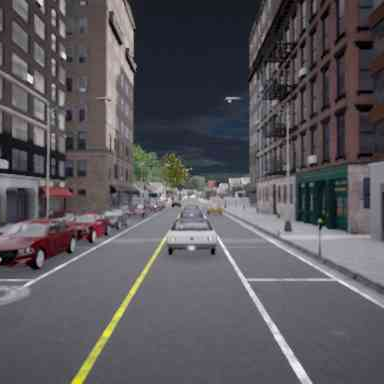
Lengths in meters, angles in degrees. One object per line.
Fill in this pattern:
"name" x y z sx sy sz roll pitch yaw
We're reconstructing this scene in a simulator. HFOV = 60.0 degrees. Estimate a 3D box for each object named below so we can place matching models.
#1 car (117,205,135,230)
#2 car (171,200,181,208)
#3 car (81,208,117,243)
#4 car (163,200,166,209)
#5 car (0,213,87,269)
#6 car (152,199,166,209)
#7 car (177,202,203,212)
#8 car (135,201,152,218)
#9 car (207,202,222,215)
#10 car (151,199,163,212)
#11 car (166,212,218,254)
"car" -5.417 1.764 22.522 2.008 1.369 4.403 0 -1 0
"car" -2.790 2.120 60.746 2.033 1.411 5.357 0 -1 0
"car" -5.415 1.706 17.018 1.887 1.381 4.507 0 -1 0
"car" -5.423 1.912 50.041 1.967 1.590 4.097 0 -1 0
"car" -5.414 1.654 11.515 1.887 1.381 4.507 0 -1 0
"car" -5.424 1.964 55.544 1.967 1.590 4.097 0 -1 0
"car" -0.020 1.841 29.275 1.994 1.385 4.181 0 -1 0
"car" -5.419 1.898 33.529 1.802 1.307 4.206 0 -1 0
"car" 2.627 1.895 39.210 1.752 1.417 4.829 0 -1 0
"car" -5.422 1.860 44.538 1.967 1.590 4.097 0 -1 0
"car" -0.007 1.734 14.109 1.895 1.301 4.718 0 0 0
